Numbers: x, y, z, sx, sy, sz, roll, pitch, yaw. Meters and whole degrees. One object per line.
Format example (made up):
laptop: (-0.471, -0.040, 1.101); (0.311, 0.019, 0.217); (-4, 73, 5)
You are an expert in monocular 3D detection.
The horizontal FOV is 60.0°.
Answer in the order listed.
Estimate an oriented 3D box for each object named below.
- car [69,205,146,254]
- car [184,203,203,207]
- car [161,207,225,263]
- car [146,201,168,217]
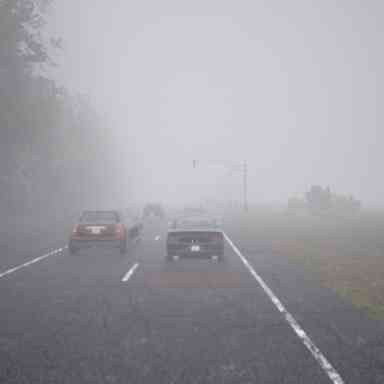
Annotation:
car: (-3.398, 1.409, 13.890); (2.097, 1.767, 4.553); (0, 0, 0)
car: (0.116, 1.593, 25.961); (2.128, 1.511, 4.902); (0, 0, 0)
car: (0.102, 1.527, 12.251); (1.882, 1.535, 5.008); (0, -1, 0)
car: (-3.392, 1.625, 30.661); (1.837, 1.490, 4.892); (0, 0, 0)
